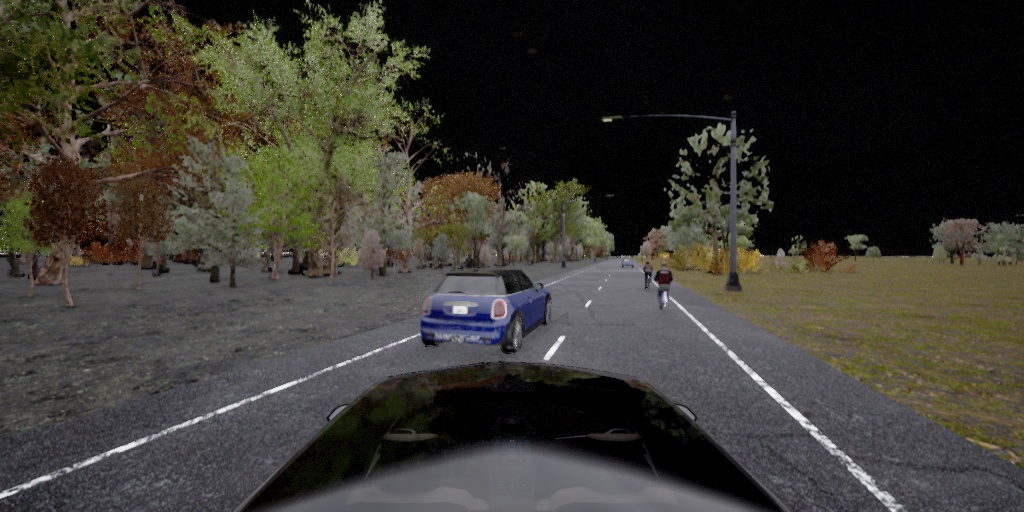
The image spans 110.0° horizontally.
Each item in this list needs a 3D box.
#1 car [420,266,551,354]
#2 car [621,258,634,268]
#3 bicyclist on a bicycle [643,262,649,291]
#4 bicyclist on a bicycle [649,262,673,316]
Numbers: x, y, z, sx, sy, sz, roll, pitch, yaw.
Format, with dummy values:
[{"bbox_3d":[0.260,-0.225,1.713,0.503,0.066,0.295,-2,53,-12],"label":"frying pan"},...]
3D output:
[{"bbox_3d":[-0.377,1.087,9.121,2.097,1.767,4.553,0,0,18],"label":"car"},{"bbox_3d":[19.398,1.187,60.125,2.033,1.411,5.357,0,0,18],"label":"car"},{"bbox_3d":[7.886,1.166,20.793,0.582,1.620,1.656,0,0,18],"label":"bicyclist on a bicycle"},{"bbox_3d":[5.241,1.100,12.411,0.659,1.776,1.843,0,0,18],"label":"bicyclist on a bicycle"}]
